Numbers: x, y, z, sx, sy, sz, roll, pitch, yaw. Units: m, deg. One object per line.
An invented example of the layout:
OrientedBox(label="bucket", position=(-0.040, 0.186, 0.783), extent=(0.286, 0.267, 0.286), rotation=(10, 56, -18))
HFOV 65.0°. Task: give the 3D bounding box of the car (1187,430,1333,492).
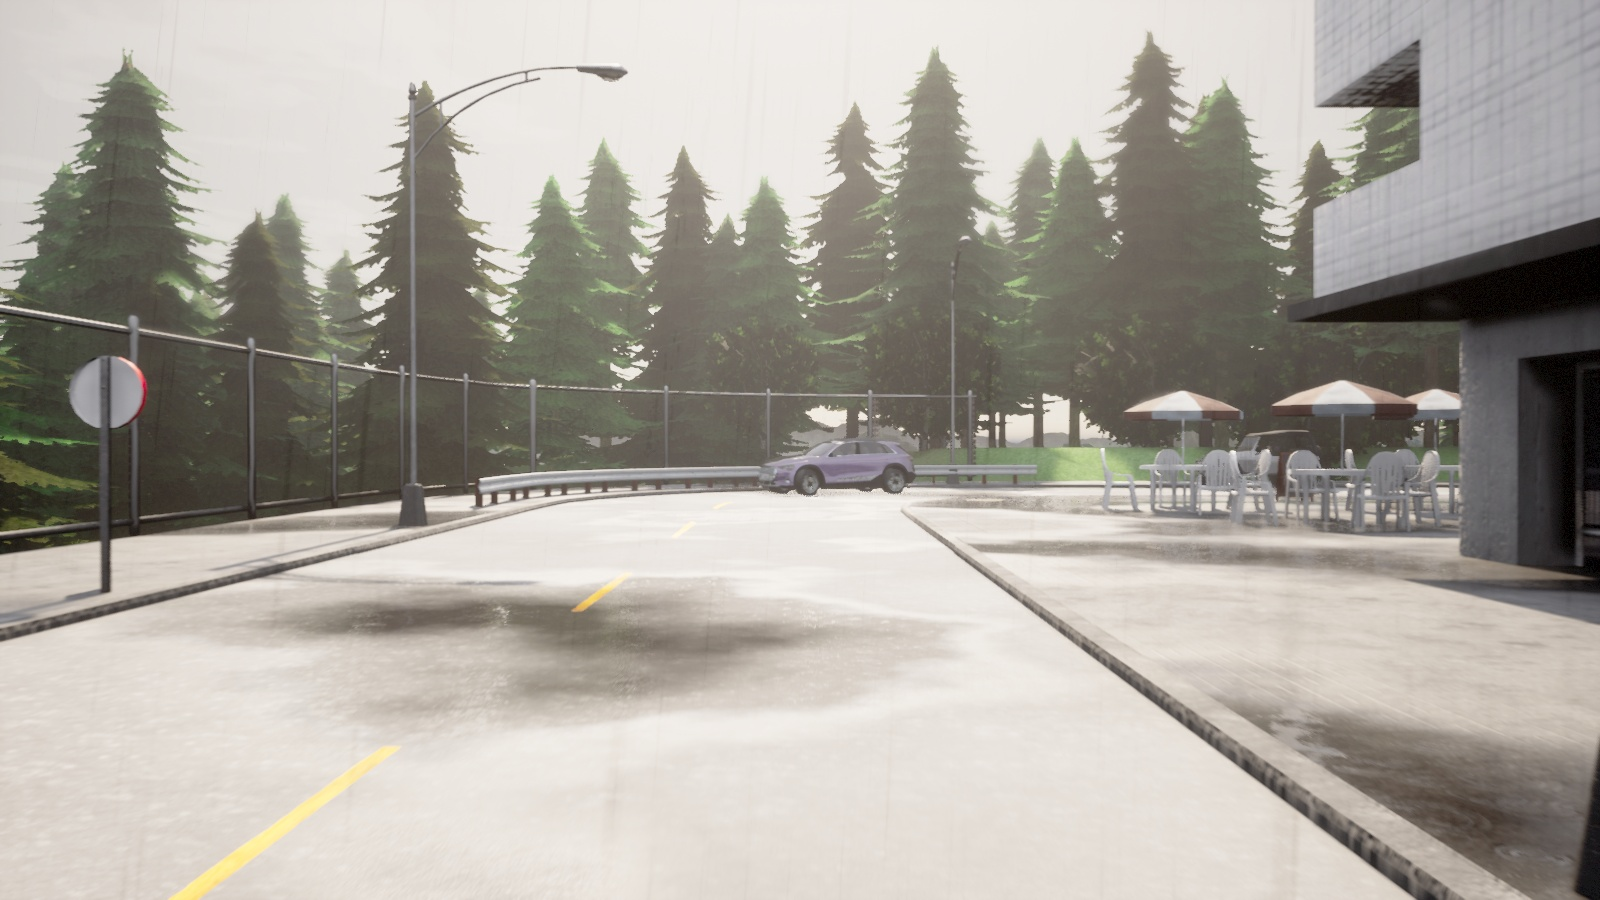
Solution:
OrientedBox(label="car", position=(14.325, 0.332, 39.291), extent=(3.866, 1.878, 1.905), rotation=(0, 0, 0))

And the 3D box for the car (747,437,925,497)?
OrientedBox(label="car", position=(1.066, 0.472, 36.781), extent=(4.856, 1.649, 2.033), rotation=(0, 0, -29))
